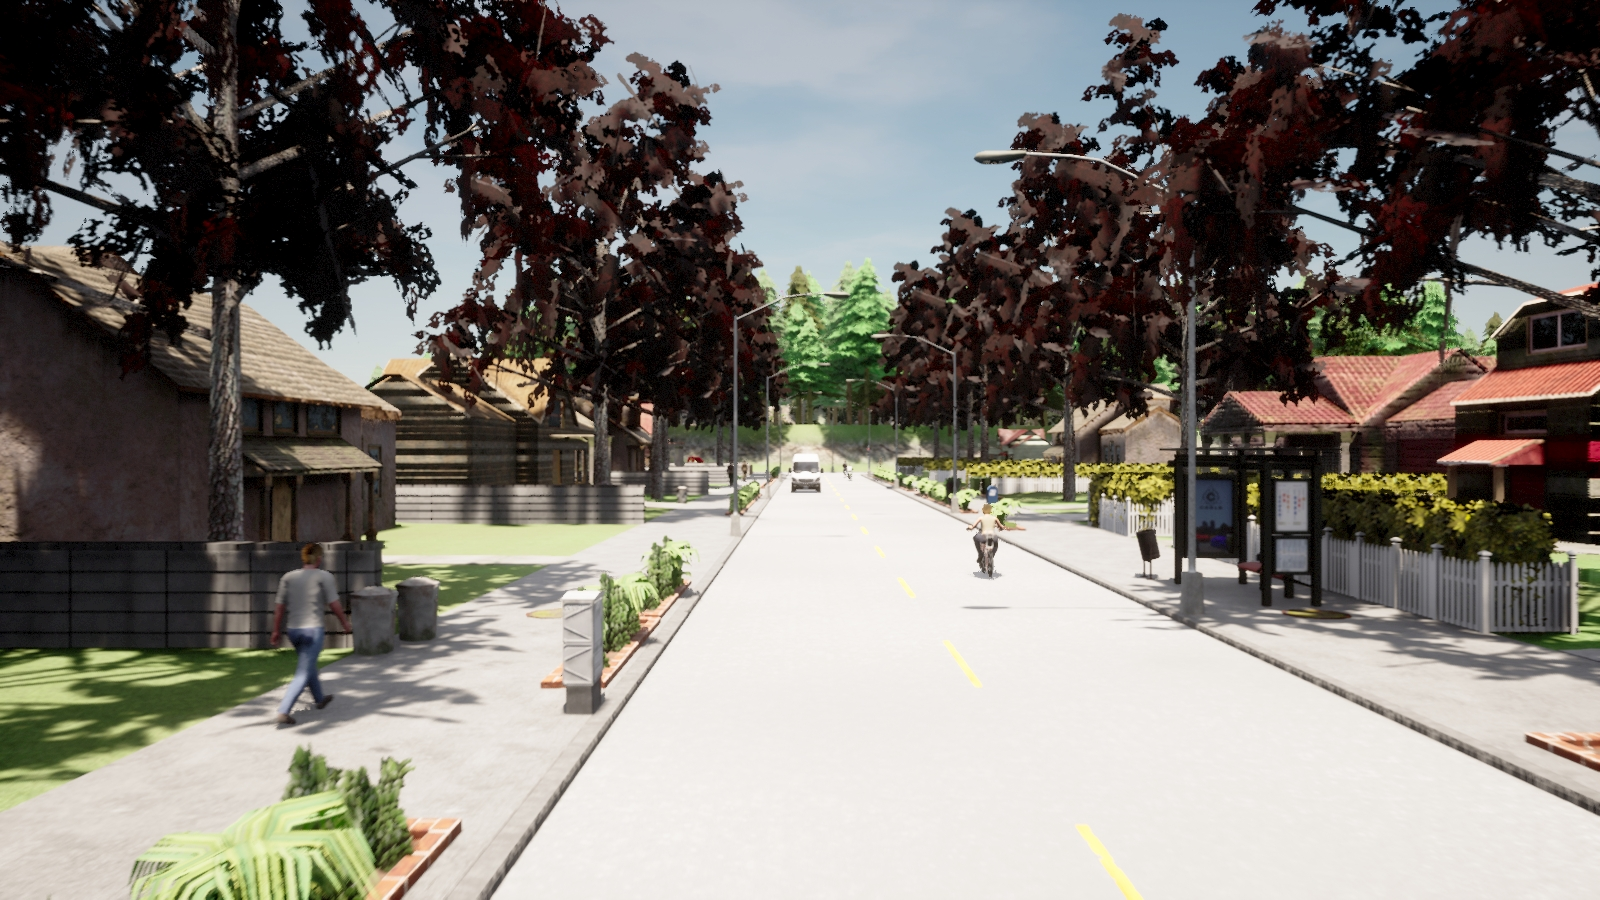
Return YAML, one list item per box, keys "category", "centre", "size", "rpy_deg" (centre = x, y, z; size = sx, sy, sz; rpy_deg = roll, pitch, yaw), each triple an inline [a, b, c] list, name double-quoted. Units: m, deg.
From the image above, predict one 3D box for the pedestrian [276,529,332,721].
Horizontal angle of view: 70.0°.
- category: "pedestrian"
  centre: [-4.983, 1.745, 11.496]
  size: [0.375, 1.860, 0.375]
  rpy_deg: [0, 0, 9]

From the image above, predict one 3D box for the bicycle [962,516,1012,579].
- category: "bicycle"
  centre: [4.158, 2.161, 25.495]
  size: [0.859, 1.276, 1.487]
  rpy_deg: [0, 0, 0]

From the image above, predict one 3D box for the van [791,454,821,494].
- category: "van"
  centre: [0.402, 1.544, 76.571]
  size: [1.988, 2.561, 5.915]
  rpy_deg: [0, 0, 0]
